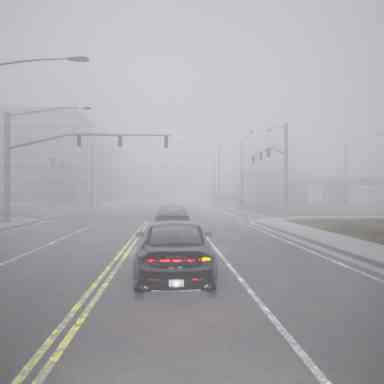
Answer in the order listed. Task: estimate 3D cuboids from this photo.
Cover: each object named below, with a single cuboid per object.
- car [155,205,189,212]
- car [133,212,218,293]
[{"bbox_3d":[-1.153,1.493,19.293,1.882,1.535,5.008,0,0,-4],"label":"car"},{"bbox_3d":[-0.461,1.513,8.874,1.837,1.490,4.892,0,0,-4],"label":"car"}]
